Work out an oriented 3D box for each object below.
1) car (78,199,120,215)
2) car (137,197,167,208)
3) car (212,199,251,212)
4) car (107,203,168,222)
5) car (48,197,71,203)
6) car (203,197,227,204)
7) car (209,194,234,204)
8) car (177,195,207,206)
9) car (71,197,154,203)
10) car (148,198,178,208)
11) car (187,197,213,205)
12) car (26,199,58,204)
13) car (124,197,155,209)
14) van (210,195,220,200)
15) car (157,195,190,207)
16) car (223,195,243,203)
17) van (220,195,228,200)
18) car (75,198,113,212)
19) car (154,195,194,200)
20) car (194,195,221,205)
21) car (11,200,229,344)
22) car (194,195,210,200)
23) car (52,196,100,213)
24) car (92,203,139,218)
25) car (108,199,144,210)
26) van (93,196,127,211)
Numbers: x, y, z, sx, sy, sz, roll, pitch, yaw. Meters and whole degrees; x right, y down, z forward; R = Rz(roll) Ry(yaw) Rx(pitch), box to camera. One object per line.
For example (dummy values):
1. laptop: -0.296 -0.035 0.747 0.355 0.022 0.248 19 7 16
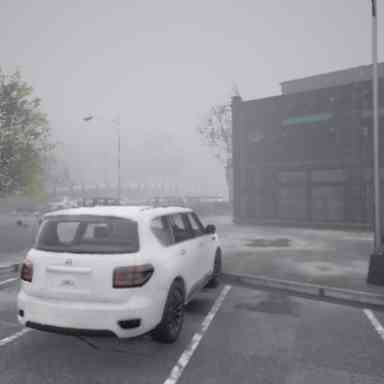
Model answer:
1. car: -11.011 1.693 39.564 2.097 1.767 4.553 -1 0 34
2. car: -6.771 1.773 56.212 4.553 1.767 2.185 -1 -1 14
3. car: 5.258 1.721 43.804 4.892 1.521 2.231 0 0 14
4. car: -4.721 1.737 29.101 4.792 1.488 2.163 0 0 14
5. car: -16.999 1.638 41.208 5.566 2.045 2.435 -1 -1 14
6. car: 5.099 1.938 73.730 4.792 1.488 2.163 -1 -1 14
7. car: 6.786 1.658 76.239 5.566 2.045 2.435 -1 -1 14
8. car: 0.009 1.653 66.221 5.566 2.045 2.435 -1 -1 14
9. car: -6.326 1.454 26.664 5.566 2.045 2.435 0 0 14
10. car: -5.071 1.930 58.713 4.792 1.488 2.163 -1 -1 14
11. car: 1.685 1.907 68.717 4.892 1.521 2.231 -1 -1 14
12. car: -18.688 1.916 38.700 4.792 1.488 2.163 -1 -1 14
13. car: -8.463 1.772 53.700 4.553 1.767 2.185 -1 -1 14
14. van: 0.399 1.489 36.435 4.442 1.987 1.878 0 0 14
15. car: -3.440 1.652 61.234 5.566 2.045 2.435 -1 -1 14
16. car: 10.122 1.787 81.249 4.553 1.767 2.185 -1 -1 14
17. van: 2.059 1.491 38.884 4.442 1.987 1.878 0 0 14
18. car: -13.609 1.768 46.229 4.553 1.767 2.185 -1 -1 14
19. car: -3.063 1.458 31.561 5.566 2.045 2.435 0 0 14
20. car: 3.338 1.657 71.246 5.566 2.045 2.435 -1 -1 14
21. car: -0.860 1.281 6.815 2.435 2.045 5.566 -1 -1 15
22. car: -1.402 1.461 34.010 5.566 2.045 2.435 0 0 14
23. car: -15.248 1.639 43.719 5.566 2.045 2.435 -1 -1 14
24. car: -7.937 1.886 34.849 1.895 1.301 4.718 -1 0 34
25. car: -10.192 1.898 51.222 4.892 1.521 2.231 -1 -1 14
26. van: -12.000 1.671 48.742 4.442 1.987 1.878 -1 -1 14
